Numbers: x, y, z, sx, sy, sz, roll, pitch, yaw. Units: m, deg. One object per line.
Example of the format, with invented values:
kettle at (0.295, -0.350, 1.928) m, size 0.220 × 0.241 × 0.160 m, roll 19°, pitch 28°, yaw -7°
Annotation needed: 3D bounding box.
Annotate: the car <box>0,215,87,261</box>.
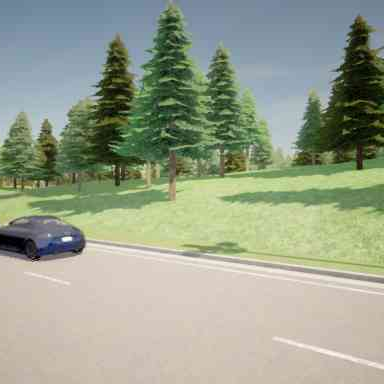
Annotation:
car at (-5.865, 1.564, 12.426) m, size 4.181 × 1.385 × 1.994 m, roll 0°, pitch 0°, yaw 35°
